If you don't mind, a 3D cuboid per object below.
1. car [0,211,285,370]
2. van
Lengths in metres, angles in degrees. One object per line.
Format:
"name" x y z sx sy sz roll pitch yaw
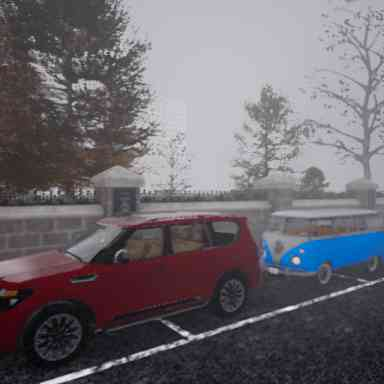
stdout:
"car" -0.920 1.321 5.902 5.009 1.841 2.192 0 0 -35
"van" 3.665 1.359 9.169 3.998 1.788 1.690 0 0 -35
